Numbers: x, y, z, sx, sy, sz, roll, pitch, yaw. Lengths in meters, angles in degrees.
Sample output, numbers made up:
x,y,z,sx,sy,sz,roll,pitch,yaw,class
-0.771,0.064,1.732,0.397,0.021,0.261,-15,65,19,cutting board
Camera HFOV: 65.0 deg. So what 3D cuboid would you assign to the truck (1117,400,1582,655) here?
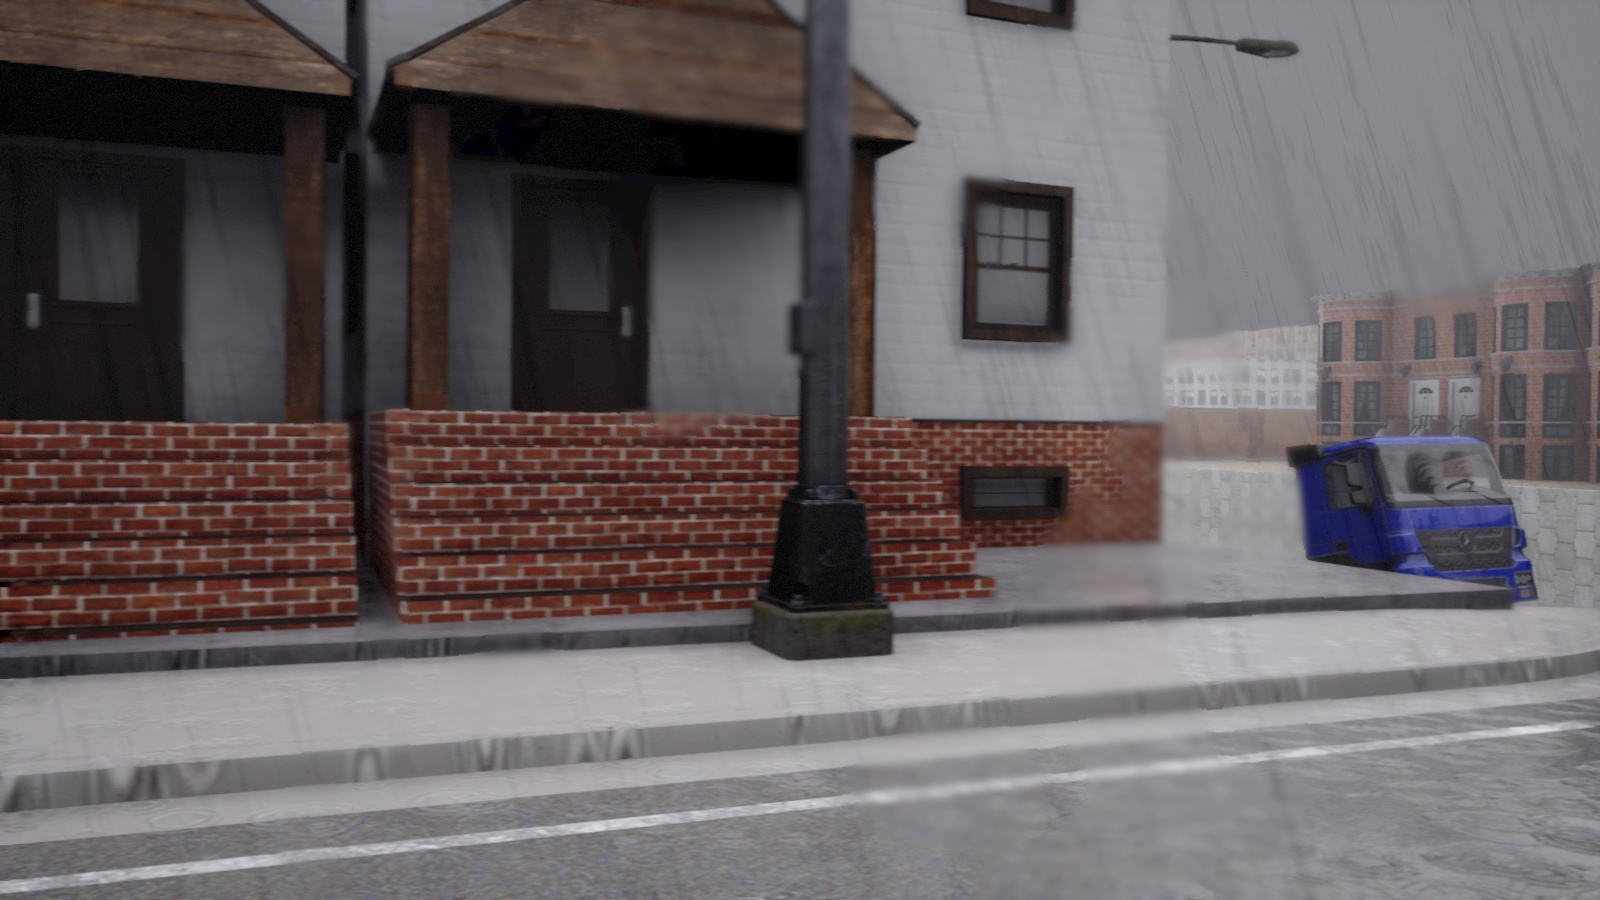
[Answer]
x,y,z,sx,sy,sz,roll,pitch,yaw,class
9.805,1.752,23.835,2.891,3.462,7.936,-2,-12,-21,truck
